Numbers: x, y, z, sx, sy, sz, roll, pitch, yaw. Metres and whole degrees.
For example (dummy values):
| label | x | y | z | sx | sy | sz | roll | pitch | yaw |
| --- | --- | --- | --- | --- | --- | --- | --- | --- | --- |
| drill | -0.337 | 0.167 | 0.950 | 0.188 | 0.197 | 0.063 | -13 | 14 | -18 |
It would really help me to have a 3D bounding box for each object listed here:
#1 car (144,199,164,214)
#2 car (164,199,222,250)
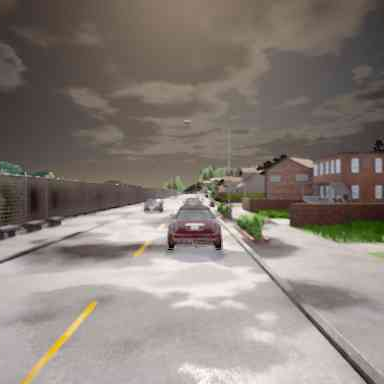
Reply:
| label | x | y | z | sx | sy | sz | roll | pitch | yaw |
| --- | --- | --- | --- | --- | --- | --- | --- | --- | --- |
| car | -4.076 | 1.507 | 36.357 | 2.128 | 1.511 | 4.902 | 0 | 0 | 0 |
| car | 0.103 | 1.358 | 14.567 | 2.097 | 1.767 | 4.553 | 0 | 0 | 0 |
